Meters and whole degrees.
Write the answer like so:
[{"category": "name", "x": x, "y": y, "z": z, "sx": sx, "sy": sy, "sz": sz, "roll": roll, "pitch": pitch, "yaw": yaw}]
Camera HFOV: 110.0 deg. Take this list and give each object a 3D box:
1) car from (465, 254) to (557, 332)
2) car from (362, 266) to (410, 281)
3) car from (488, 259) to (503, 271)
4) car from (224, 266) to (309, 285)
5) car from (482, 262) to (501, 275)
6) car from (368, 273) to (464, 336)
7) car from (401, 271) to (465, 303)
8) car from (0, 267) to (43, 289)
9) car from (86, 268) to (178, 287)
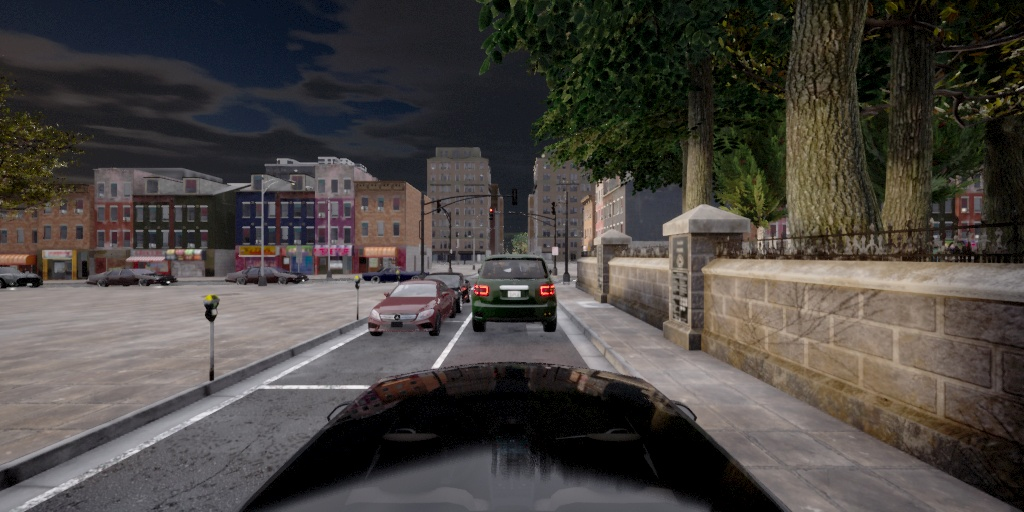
[{"category": "car", "x": 0.082, "y": 0.971, "z": 10.973, "sx": 2.150, "sy": 2.045, "sz": 5.566, "roll": 0, "pitch": 0, "yaw": 1}, {"category": "car", "x": -8.539, "y": 1.425, "z": 26.881, "sx": 4.718, "sy": 1.301, "sz": 1.895, "roll": -1, "pitch": 0, "yaw": 0}, {"category": "car", "x": -2.258, "y": 1.216, "z": 51.157, "sx": 1.882, "sy": 1.535, "sz": 5.008, "roll": 0, "pitch": 0, "yaw": 0}, {"category": "car", "x": -18.300, "y": 1.482, "z": 26.855, "sx": 5.357, "sy": 1.411, "sz": 2.033, "roll": -1, "pitch": 0, "yaw": 0}, {"category": "car", "x": -2.252, "y": 1.342, "z": 40.744, "sx": 1.895, "sy": 1.301, "sz": 4.718, "roll": 0, "pitch": 0, "yaw": 0}, {"category": "car", "x": -2.632, "y": 1.331, "z": 10.295, "sx": 1.802, "sy": 1.307, "sz": 4.207, "roll": 0, "pitch": 0, "yaw": 0}, {"category": "car", "x": -2.629, "y": 1.315, "z": 13.958, "sx": 1.948, "sy": 1.339, "sz": 4.313, "roll": 0, "pitch": 0, "yaw": 0}, {"category": "car", "x": -38.333, "y": 1.597, "z": 26.821, "sx": 4.553, "sy": 1.767, "sz": 2.097, "roll": -1, "pitch": 0, "yaw": 0}, {"category": "car", "x": -28.374, "y": 1.623, "z": 26.828, "sx": 5.357, "sy": 1.411, "sz": 2.033, "roll": -1, "pitch": 0, "yaw": 0}]
